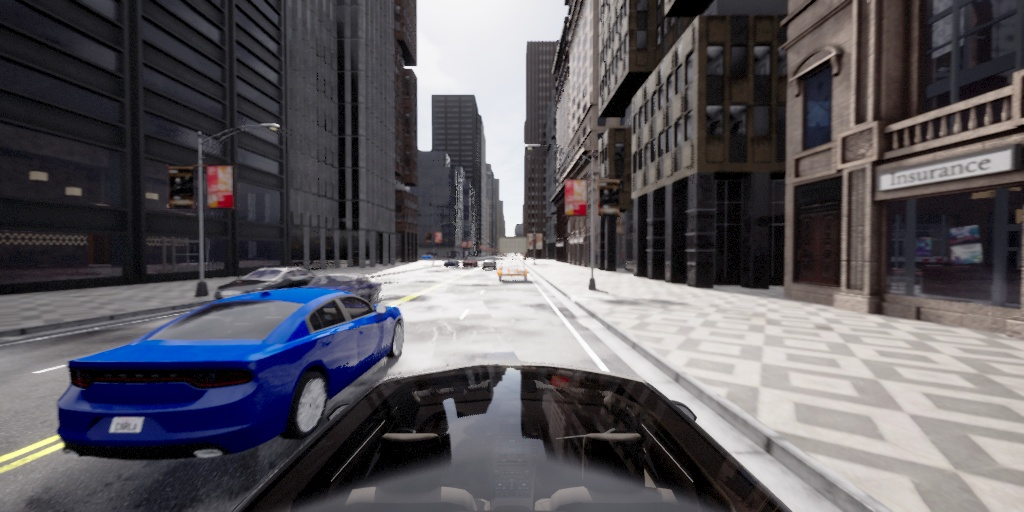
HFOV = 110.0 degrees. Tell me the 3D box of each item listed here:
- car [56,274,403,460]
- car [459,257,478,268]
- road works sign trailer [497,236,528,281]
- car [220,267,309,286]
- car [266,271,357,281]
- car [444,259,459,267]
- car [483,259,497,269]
[{"bbox_3d":[-3.148,1.225,5.404,1.882,1.535,5.008,0,0,0],"label":"car"},{"bbox_3d":[-6.539,0.924,56.456,2.097,1.767,4.553,0,0,0],"label":"car"},{"bbox_3d":[0.071,0.161,28.915,2.380,3.560,2.880,0,0,0],"label":"road works sign trailer"},{"bbox_3d":[-9.846,1.226,14.938,2.128,1.511,4.902,0,0,0],"label":"car"},{"bbox_3d":[-6.597,1.338,13.481,1.895,1.301,4.718,0,0,0],"label":"car"},{"bbox_3d":[-9.775,1.164,58.203,1.895,1.301,4.718,0,0,1],"label":"car"},{"bbox_3d":[-3.142,1.144,51.475,2.033,1.411,5.357,0,0,0],"label":"car"}]
